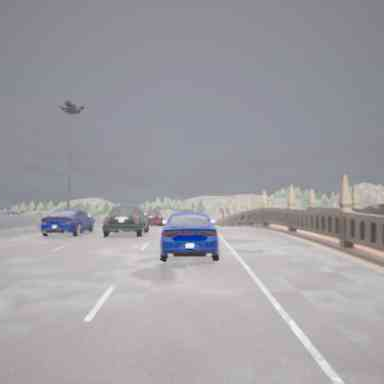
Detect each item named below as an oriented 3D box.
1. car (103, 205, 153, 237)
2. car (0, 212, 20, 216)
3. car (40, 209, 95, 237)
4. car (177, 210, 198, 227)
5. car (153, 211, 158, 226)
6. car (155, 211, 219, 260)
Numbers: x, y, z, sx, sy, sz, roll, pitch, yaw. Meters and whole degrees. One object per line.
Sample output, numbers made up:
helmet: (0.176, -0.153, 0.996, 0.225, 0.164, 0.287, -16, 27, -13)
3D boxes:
car: (-3.744, 1.596, 19.634, 2.097, 1.767, 4.553, 0, -3, -1)
car: (-14.502, 2.231, 25.630, 2.033, 1.411, 5.357, 0, -4, -1)
car: (-7.247, 1.765, 19.915, 1.882, 1.535, 5.008, 0, -2, -1)
car: (-0.471, 2.624, 32.360, 1.837, 1.490, 4.892, 0, -6, -1)
car: (-4.024, 2.811, 35.281, 2.097, 1.767, 4.553, 0, -6, -1)
car: (-0.109, 1.476, 12.353, 1.882, 1.535, 5.008, 0, -1, -1)
